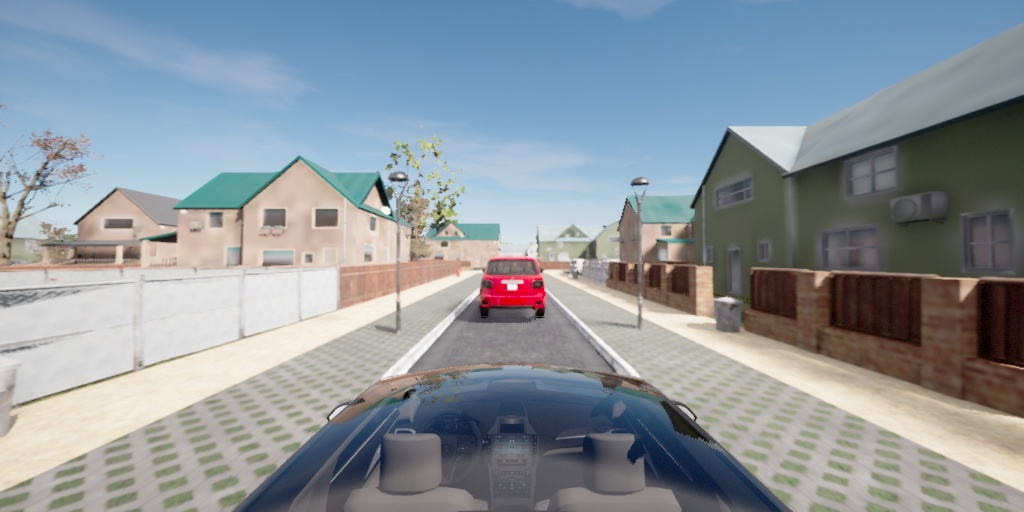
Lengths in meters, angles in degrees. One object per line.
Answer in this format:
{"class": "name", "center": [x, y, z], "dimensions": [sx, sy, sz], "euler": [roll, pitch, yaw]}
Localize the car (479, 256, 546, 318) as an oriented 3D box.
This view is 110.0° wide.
{"class": "car", "center": [0.033, 1.021, 13.417], "dimensions": [2.150, 2.045, 5.566], "euler": [0, 0, 1]}
